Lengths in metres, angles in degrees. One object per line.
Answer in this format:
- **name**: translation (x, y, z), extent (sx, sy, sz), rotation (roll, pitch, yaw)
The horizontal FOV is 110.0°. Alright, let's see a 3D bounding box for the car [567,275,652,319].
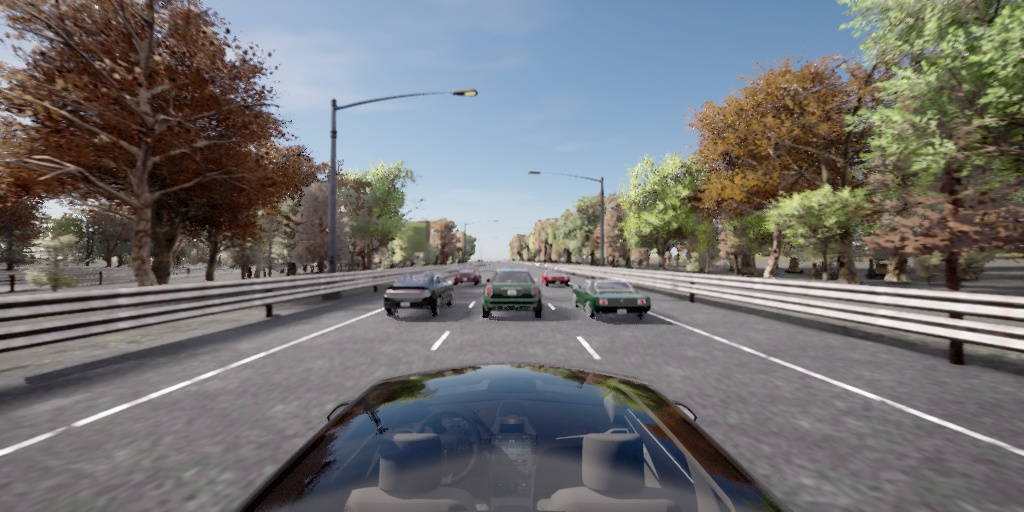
- **car**: translation (3.504, 1.512, 13.600), extent (1.895, 1.301, 4.718), rotation (0, -1, 0)

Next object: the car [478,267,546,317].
- **car**: translation (0.007, 1.270, 14.136), extent (2.097, 1.767, 4.553), rotation (0, -1, 0)

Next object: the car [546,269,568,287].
- **car**: translation (3.384, 1.711, 28.656), extent (1.895, 1.301, 4.718), rotation (0, -1, 0)

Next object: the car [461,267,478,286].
- **car**: translation (-3.620, 1.652, 29.847), extent (1.812, 1.442, 4.674), rotation (0, 0, 0)

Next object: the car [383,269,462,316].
- **car**: translation (-3.493, 1.412, 14.195), extent (2.128, 1.511, 4.902), rotation (0, -1, 0)
